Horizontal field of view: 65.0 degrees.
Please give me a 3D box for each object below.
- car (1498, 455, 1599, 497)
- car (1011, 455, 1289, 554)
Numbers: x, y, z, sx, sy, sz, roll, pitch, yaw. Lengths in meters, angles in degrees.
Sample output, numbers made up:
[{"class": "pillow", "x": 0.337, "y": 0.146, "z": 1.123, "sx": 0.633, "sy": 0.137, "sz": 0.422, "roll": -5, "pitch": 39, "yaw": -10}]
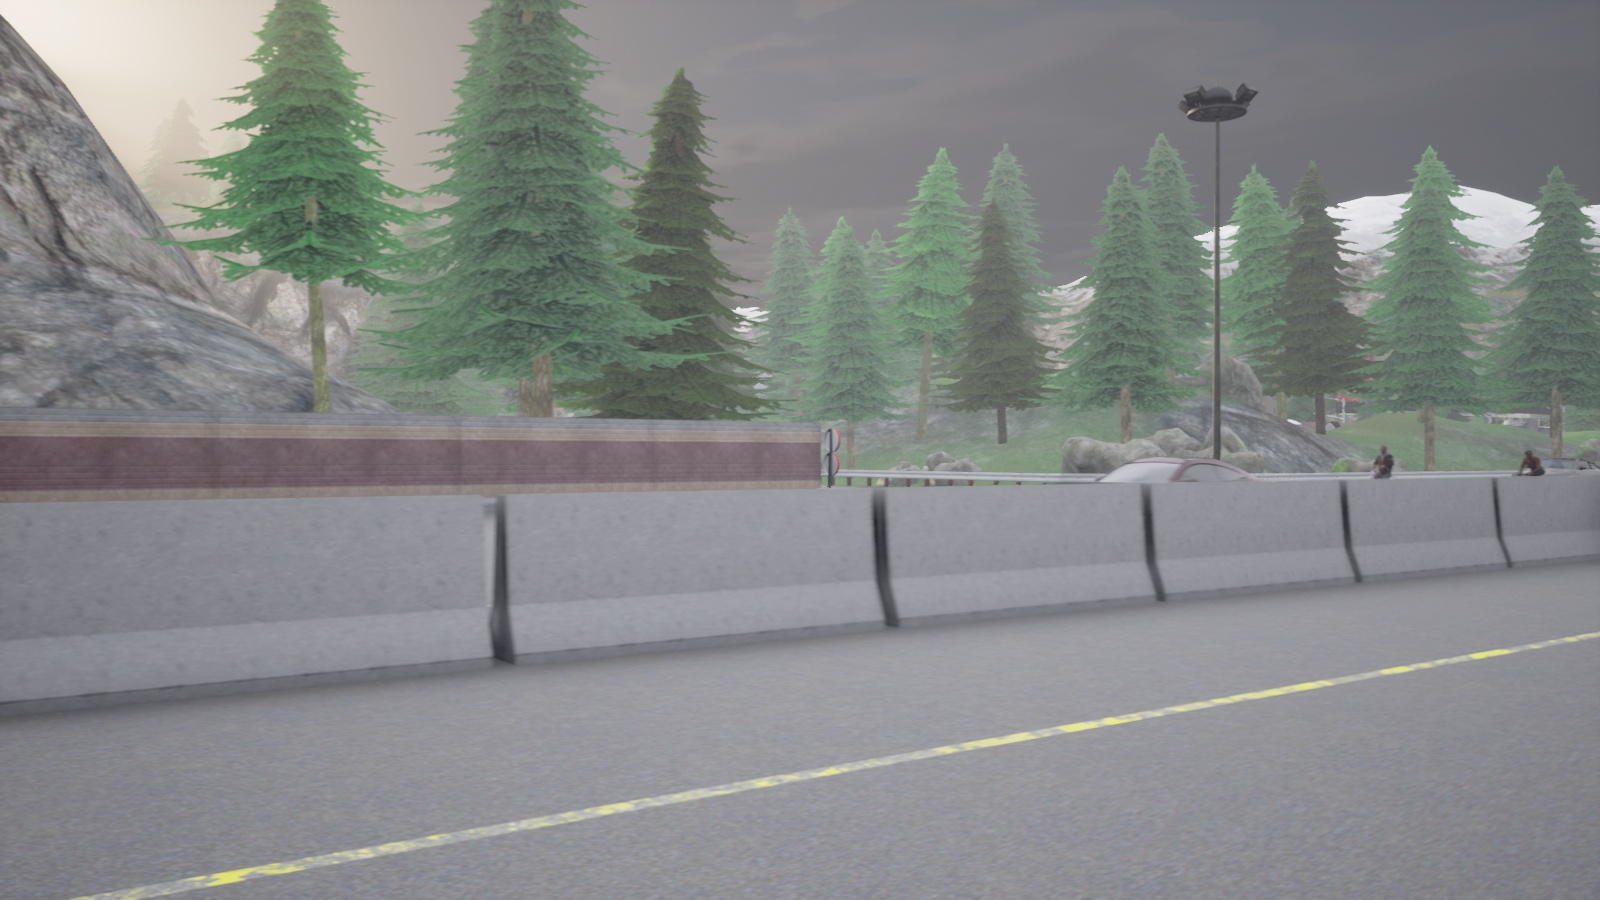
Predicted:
[{"class": "car", "x": 26.089, "y": 0.860, "z": 43.167, "sx": 4.181, "sy": 1.385, "sz": 1.994, "roll": 0, "pitch": 0, "yaw": -35}, {"class": "car", "x": 5.772, "y": 0.809, "z": 20.482, "sx": 4.674, "sy": 1.442, "sz": 1.812, "roll": 0, "pitch": 0, "yaw": -35}]
